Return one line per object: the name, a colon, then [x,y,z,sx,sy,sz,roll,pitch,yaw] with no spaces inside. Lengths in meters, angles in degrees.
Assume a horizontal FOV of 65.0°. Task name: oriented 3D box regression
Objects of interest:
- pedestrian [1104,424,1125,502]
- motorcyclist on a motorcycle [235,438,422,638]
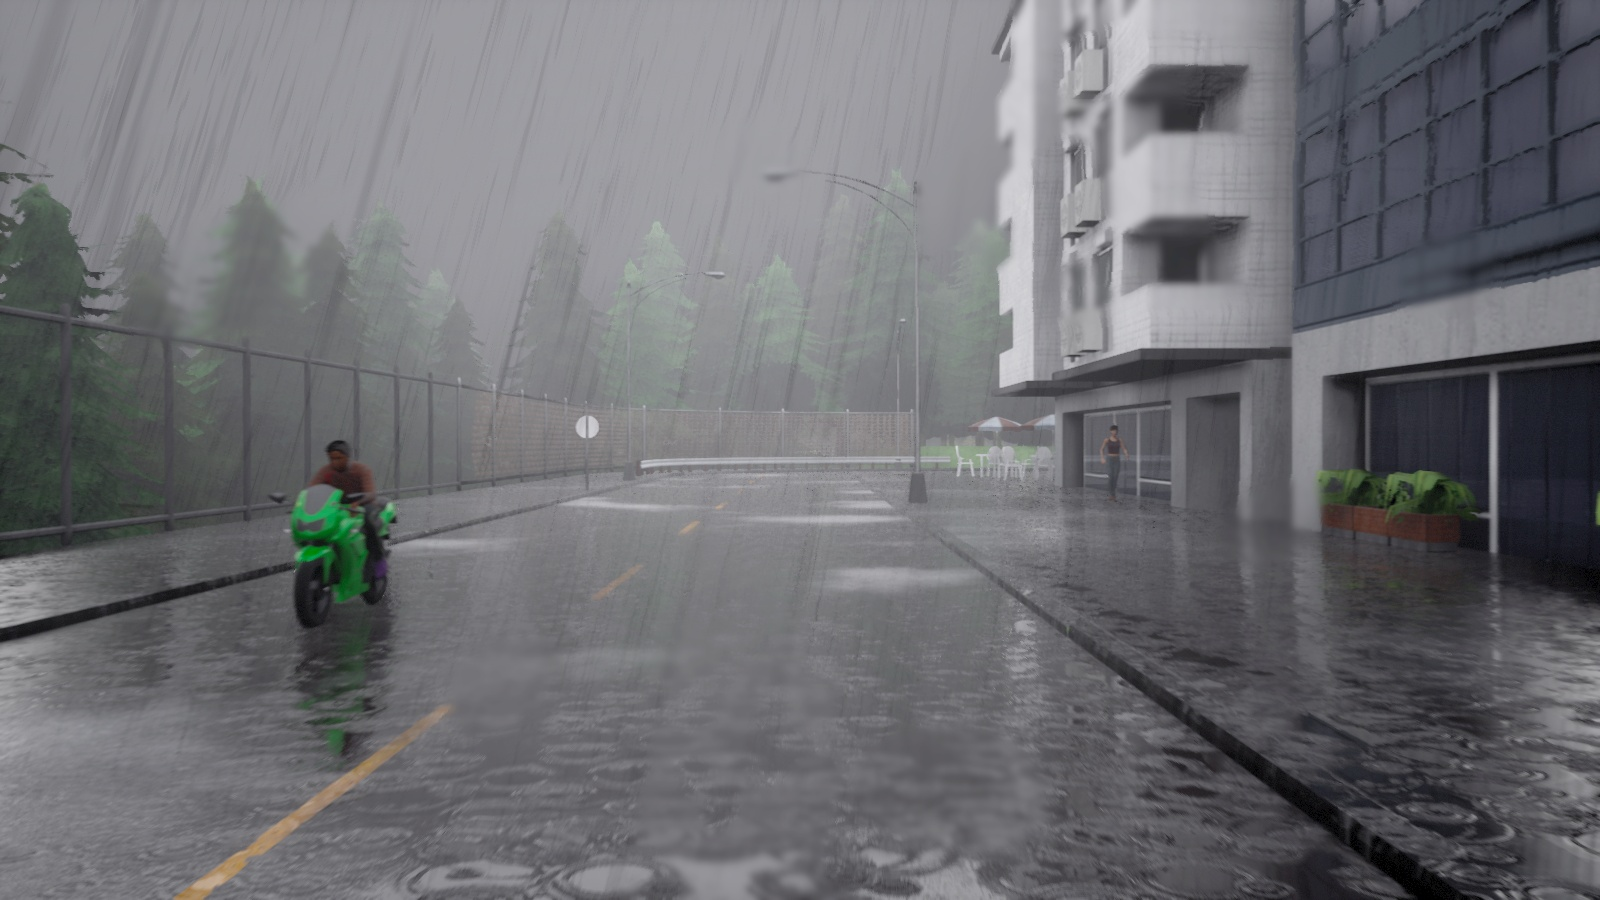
pedestrian: [7.442,0.310,29.742,0.345,1.836,0.594,0,0,0]
motorcyclist on a motorcycle: [-3.922,0.664,10.648,0.797,1.523,2.044,0,1,0]
